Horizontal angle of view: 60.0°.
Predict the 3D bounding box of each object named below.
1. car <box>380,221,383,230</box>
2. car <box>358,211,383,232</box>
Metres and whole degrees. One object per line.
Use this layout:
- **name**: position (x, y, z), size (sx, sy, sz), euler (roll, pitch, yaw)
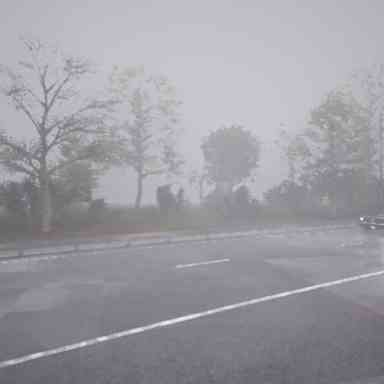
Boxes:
- **car**: position (6.869, 1.461, 7.857), size (5.008, 1.535, 1.882), euler (0, 0, -30)
- **car**: position (11.507, 1.551, 18.441), size (4.718, 1.301, 1.895), euler (0, 0, -26)
